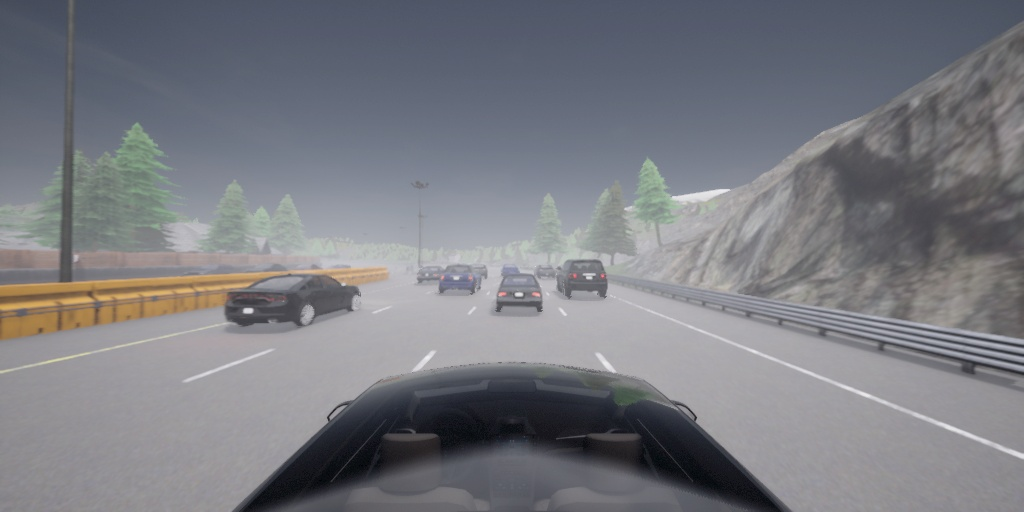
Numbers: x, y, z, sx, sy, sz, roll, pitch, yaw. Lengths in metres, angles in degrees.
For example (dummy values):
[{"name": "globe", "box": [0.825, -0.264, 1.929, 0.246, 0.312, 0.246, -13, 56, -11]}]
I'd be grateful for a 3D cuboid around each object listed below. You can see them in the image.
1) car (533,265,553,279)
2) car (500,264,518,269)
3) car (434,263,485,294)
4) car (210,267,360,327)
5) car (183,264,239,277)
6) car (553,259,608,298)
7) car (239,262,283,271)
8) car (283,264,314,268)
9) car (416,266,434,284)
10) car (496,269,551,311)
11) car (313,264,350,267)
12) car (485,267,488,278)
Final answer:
[{"name": "car", "box": [3.413, 1.672, 38.895, 2.128, 1.511, 4.902, 1, -1, -4]}, {"name": "car", "box": [-0.336, 1.662, 41.818, 1.882, 1.535, 5.008, 1, 0, -5]}, {"name": "car", "box": [-3.094, 1.302, 22.140, 2.097, 1.767, 4.553, 0, -1, 0]}, {"name": "car", "box": [-6.782, 1.289, 11.781, 1.882, 1.535, 5.008, 0, 0, 2]}, {"name": "car", "box": [-27.980, 1.449, 33.907, 2.033, 1.411, 5.357, 0, -1, -3]}, {"name": "car", "box": [3.909, 1.208, 20.692, 2.150, 2.045, 5.566, 0, 0, 1]}, {"name": "car", "box": [-24.651, 1.428, 36.245, 1.882, 1.535, 5.008, 1, -1, -4]}, {"name": "car", "box": [-21.204, 1.510, 37.100, 1.812, 1.442, 4.674, 1, -1, -4]}, {"name": "car", "box": [-6.664, 1.563, 30.408, 2.033, 1.411, 5.357, 0, -1, -1]}, {"name": "car", "box": [0.308, 1.448, 15.264, 2.033, 1.411, 5.357, 0, -1, 1]}, {"name": "car", "box": [-17.628, 1.550, 36.421, 2.033, 1.411, 5.357, 0, -1, -4]}, {"name": "car", "box": [-3.618, 1.623, 39.035, 2.128, 1.511, 4.902, 1, -1, -4]}]
